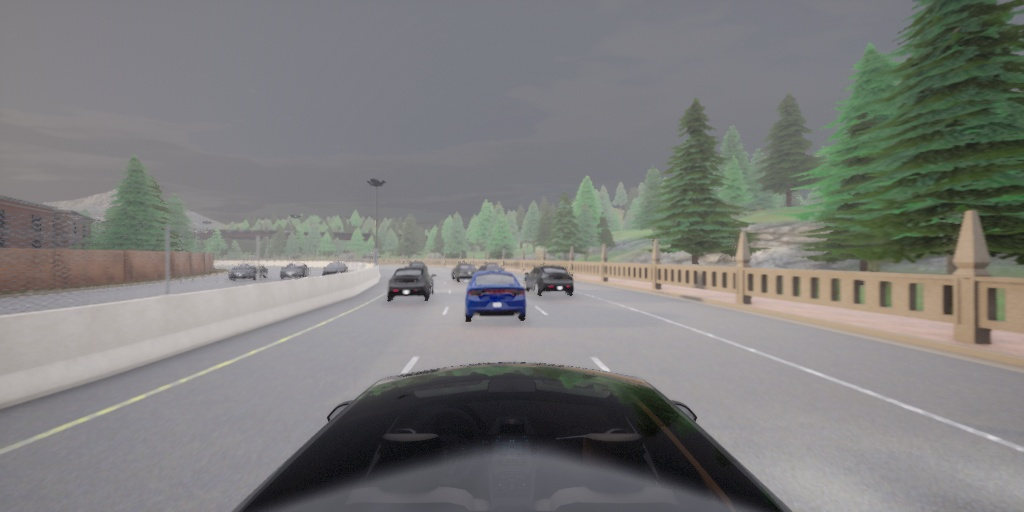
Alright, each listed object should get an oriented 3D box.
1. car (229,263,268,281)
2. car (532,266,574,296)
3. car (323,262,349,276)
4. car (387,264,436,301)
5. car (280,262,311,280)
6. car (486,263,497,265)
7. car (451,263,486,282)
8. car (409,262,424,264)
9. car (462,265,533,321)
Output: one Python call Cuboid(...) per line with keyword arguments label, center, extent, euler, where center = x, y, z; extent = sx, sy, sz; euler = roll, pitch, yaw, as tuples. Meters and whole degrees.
Cuboid(label="car", center=(-23.184, 1.367, 31.731), extent=(2.128, 1.511, 4.902), euler=(0, 0, -20))
Cuboid(label="car", center=(1.887, 1.283, 19.496), extent=(1.837, 1.490, 4.892), euler=(0, 0, -10))
Cuboid(label="car", center=(-16.432, 1.337, 33.628), extent=(1.882, 1.535, 5.008), euler=(0, 0, -20))
Cuboid(label="car", center=(-4.894, 1.299, 17.659), extent=(1.837, 1.490, 4.892), euler=(0, 0, -9))
Cuboid(label="car", center=(-20.094, 1.361, 33.431), extent=(2.128, 1.511, 4.902), euler=(0, 0, -21))
Cuboid(label="car", center=(-2.141, 1.384, 35.566), extent=(1.994, 1.385, 4.181), euler=(0, 0, -18))
Cuboid(label="car", center=(-3.928, 1.362, 29.747), extent=(2.033, 1.411, 5.357), euler=(0, 0, -16))
Cuboid(label="car", center=(-9.339, 1.345, 35.087), extent=(1.837, 1.490, 4.892), euler=(0, 0, -19))
Cuboid(label="car", center=(-0.683, 1.250, 12.706), extent=(1.882, 1.535, 5.008), euler=(0, 0, -6))
